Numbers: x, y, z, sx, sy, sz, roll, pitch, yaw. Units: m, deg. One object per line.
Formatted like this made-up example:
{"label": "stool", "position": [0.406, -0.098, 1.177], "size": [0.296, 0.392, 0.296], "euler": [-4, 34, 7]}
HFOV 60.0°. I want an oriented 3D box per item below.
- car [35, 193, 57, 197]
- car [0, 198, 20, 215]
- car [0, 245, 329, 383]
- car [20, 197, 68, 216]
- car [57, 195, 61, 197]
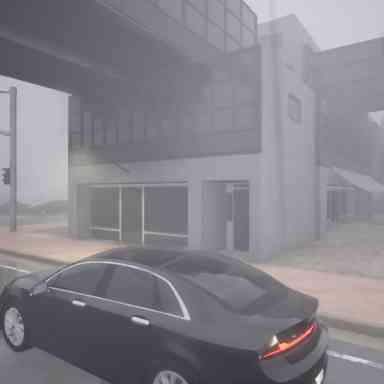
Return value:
{"label": "car", "position": [-31.186, 1.153, 69.859], "size": [4.605, 1.855, 1.932], "euler": [0, 0, 35]}
{"label": "car", "position": [-18.329, 1.564, 33.134], "size": [1.994, 1.385, 4.181], "euler": [0, 0, 36]}
{"label": "car", "position": [-0.773, 1.505, 4.544], "size": [4.892, 1.490, 1.837], "euler": [0, 0, 36]}
{"label": "car", "position": [-13.952, 1.505, 33.186], "size": [1.837, 1.490, 4.892], "euler": [0, 0, 36]}
{"label": "car", "position": [-29.458, 1.364, 72.184], "size": [3.905, 1.438, 1.784], "euler": [0, 0, 35]}
